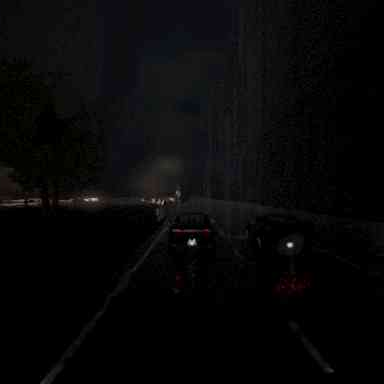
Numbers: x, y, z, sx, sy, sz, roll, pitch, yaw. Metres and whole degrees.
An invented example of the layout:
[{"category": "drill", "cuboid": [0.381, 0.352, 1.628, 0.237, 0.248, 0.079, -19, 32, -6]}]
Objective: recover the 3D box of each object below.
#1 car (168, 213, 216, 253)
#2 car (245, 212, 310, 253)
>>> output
[{"category": "car", "cuboid": [0.003, 1.628, 14.300, 2.128, 1.511, 4.902, 0, 0, 0]}, {"category": "car", "cuboid": [3.502, 1.643, 14.291, 1.837, 1.490, 4.892, 0, 0, 0]}]
